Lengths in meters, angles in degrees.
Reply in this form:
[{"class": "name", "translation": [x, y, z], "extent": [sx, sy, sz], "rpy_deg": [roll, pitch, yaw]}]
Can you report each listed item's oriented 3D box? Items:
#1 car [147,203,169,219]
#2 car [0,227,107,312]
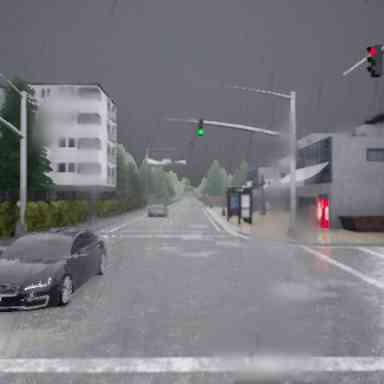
[{"class": "car", "translation": [-3.476, 1.972, 34.475], "extent": [1.837, 1.490, 4.892], "rpy_deg": [0, 1, 0]}, {"class": "car", "translation": [-3.494, 1.714, 8.377], "extent": [1.837, 1.490, 4.892], "rpy_deg": [0, -1, 0]}]
